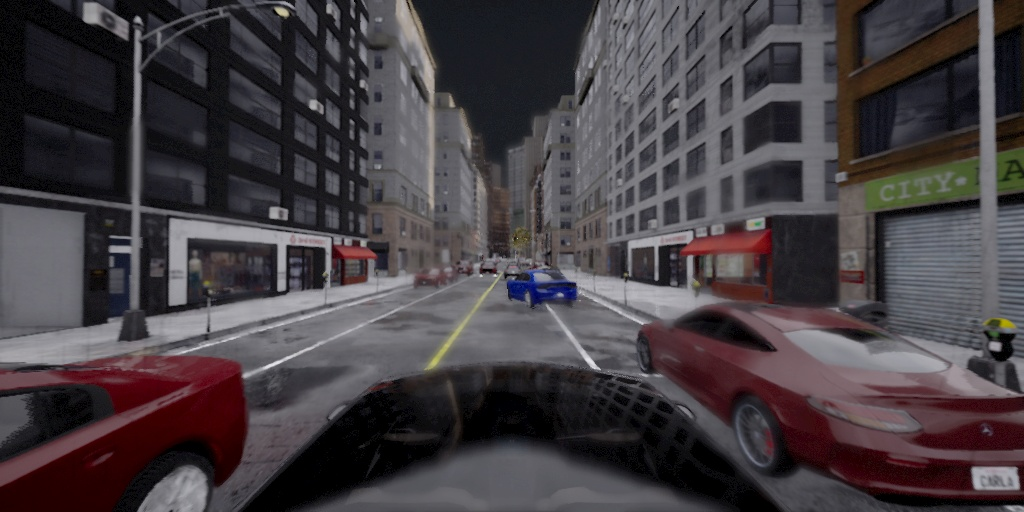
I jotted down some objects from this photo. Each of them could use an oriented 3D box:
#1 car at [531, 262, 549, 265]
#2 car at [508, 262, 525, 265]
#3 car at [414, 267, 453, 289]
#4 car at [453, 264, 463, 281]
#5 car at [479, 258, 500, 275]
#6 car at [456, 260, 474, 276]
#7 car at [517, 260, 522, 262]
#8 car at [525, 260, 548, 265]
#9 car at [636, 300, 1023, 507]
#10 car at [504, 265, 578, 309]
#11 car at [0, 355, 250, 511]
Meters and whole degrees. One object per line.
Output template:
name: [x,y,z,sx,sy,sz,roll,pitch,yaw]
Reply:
car: [2.821,1.532,31.280,1.751,1.417,4.829,0,0,0]
car: [0.157,1.623,38.537,1.994,1.385,4.181,0,0,1]
car: [-5.716,1.509,25.582,1.888,1.381,4.507,0,0,0]
car: [-5.705,1.588,31.133,1.802,1.307,4.207,0,0,0]
car: [-2.969,1.456,45.743,2.097,1.767,4.553,0,0,1]
car: [-5.683,1.398,42.240,2.192,1.841,5.009,0,0,0]
car: [0.143,1.635,50.200,1.837,1.490,4.892,0,0,1]
car: [2.831,1.362,36.664,2.192,1.841,5.009,0,0,0]
car: [3.152,1.303,4.640,1.812,1.442,4.674,0,-1,0]
car: [1.149,1.358,15.964,1.882,1.535,5.008,0,0,-17]
car: [-3.104,1.219,0.856,1.882,1.535,5.008,0,-1,0]
